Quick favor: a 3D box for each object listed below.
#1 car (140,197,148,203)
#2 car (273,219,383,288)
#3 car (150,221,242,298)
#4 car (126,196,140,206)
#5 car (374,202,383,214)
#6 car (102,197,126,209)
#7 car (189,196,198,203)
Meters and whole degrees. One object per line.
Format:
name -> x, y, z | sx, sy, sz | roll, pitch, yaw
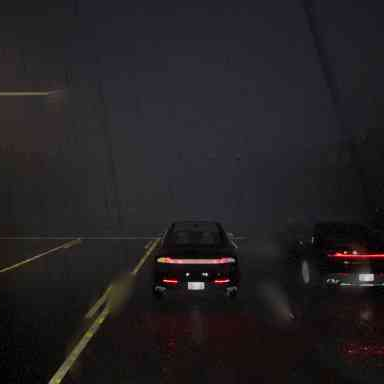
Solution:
car -> -10.339, 1.596, 68.833 | 1.895, 1.301, 4.718 | 0, 0, 0
car -> 3.600, 1.505, 9.240 | 1.837, 1.490, 4.892 | 0, 0, 1
car -> 0.095, 1.492, 8.476 | 2.128, 1.511, 4.902 | 0, 0, 0
car -> -10.463, 1.490, 54.634 | 2.128, 1.511, 4.902 | 0, 0, 0
car -> 18.108, 1.061, 28.274 | 4.902, 1.511, 2.128 | -5, 0, 0
car -> -10.497, 1.601, 44.241 | 1.895, 1.301, 4.718 | 0, 0, 0
car -> 0.255, 1.491, 66.855 | 2.128, 1.511, 4.902 | 0, 0, 0
